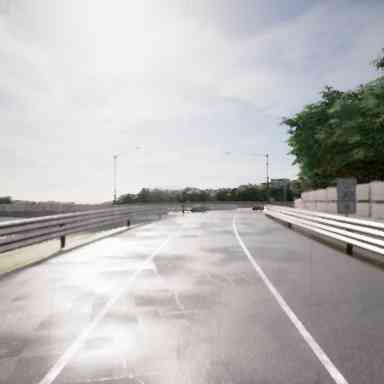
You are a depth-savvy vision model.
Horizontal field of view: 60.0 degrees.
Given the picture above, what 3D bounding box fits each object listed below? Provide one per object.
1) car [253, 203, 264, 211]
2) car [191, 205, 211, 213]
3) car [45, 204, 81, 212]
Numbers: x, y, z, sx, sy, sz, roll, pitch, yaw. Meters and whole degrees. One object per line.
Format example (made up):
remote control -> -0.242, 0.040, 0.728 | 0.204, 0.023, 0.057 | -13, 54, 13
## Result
car -> 16.765, 3.756, 83.528 | 2.097, 1.767, 4.553 | -1, -2, 24
car -> 1.705, 3.010, 60.038 | 1.994, 1.385, 4.181 | -1, -3, 40
car -> -16.527, 2.284, 42.702 | 4.181, 1.385, 1.994 | 2, -3, -37
